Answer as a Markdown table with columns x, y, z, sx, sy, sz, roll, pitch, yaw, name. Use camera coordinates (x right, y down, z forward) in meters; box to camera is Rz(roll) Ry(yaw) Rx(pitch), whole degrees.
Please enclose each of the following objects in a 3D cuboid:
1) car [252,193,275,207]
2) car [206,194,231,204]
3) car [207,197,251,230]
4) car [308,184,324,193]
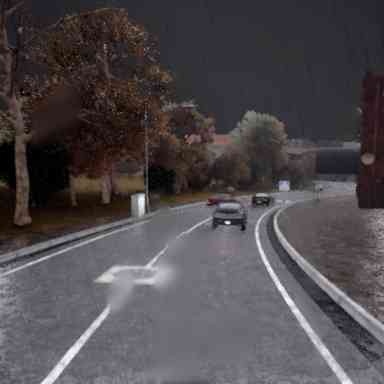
| x | y | z | sx | sy | sz | roll | pitch | yaw | name |
| --- | --- | --- | --- | --- | --- | --- | --- | --- | --- |
| 8.085 | 0.805 | 37.312 | 1.882 | 1.535 | 5.008 | 2 | 3 | 24 | car |
| 3.029 | 0.909 | 34.866 | 1.895 | 1.301 | 4.718 | 2 | 3 | 22 | car |
| 2.338 | 1.295 | 19.662 | 1.837 | 1.490 | 4.892 | 1 | 1 | 12 | car |
| 26.132 | -0.801 | 69.980 | 2.097 | 1.767 | 4.553 | 5 | 5 | 42 | car |
